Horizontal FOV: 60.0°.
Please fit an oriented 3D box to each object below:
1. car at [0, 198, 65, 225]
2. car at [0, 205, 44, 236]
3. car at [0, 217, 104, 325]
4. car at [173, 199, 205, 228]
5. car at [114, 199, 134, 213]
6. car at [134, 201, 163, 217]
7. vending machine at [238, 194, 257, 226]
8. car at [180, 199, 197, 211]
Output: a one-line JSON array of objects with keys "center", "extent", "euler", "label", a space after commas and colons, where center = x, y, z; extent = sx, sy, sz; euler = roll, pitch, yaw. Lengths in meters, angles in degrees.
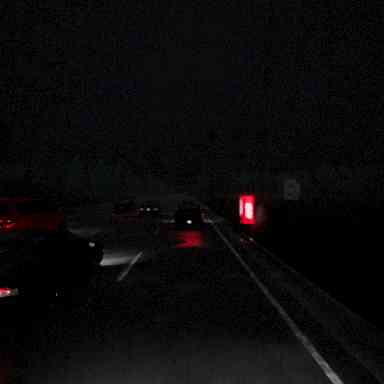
[{"center": [-7.080, 1.243, 13.681], "extent": [2.150, 2.045, 5.566], "euler": [0, 0, -1], "label": "car"}, {"center": [-10.661, 1.558, 19.675], "extent": [1.812, 1.442, 4.674], "euler": [0, 0, -1], "label": "car"}, {"center": [-3.486, 1.558, 7.441], "extent": [2.033, 1.411, 5.357], "euler": [0, 0, -1], "label": "car"}, {"center": [-0.195, 1.513, 22.283], "extent": [1.837, 1.490, 4.892], "euler": [0, 1, -1], "label": "car"}, {"center": [-7.402, 1.505, 37.413], "extent": [1.882, 1.535, 5.008], "euler": [0, 0, -1], "label": "car"}, {"center": [-3.819, 1.565, 31.405], "extent": [2.033, 1.411, 5.357], "euler": [0, 0, -1], "label": "car"}, {"center": [3.769, 1.191, 22.643], "extent": [1.100, 2.100, 0.880], "euler": [0, 0, -1], "label": "vending machine"}, {"center": [-0.460, 1.575, 41.649], "extent": [1.994, 1.385, 4.181], "euler": [0, 0, -1], "label": "car"}]
